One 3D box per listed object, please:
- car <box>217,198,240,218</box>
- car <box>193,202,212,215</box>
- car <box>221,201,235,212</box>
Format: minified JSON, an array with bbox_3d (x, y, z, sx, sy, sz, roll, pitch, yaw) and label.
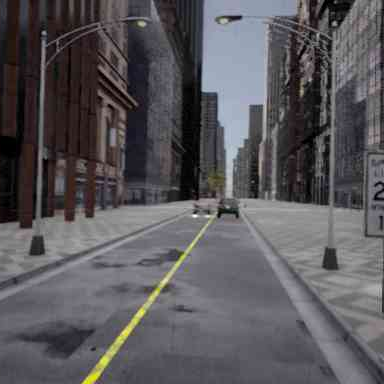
[{"bbox_3d":[3.831,1.609,35.033,2.150,2.045,5.566,1,0,7],"label":"car"},{"bbox_3d":[1.290,1.887,39.821,1.812,1.442,4.674,1,0,6],"label":"car"},{"bbox_3d":[5.253,2.050,48.052,1.812,1.442,4.674,1,0,7],"label":"car"}]
